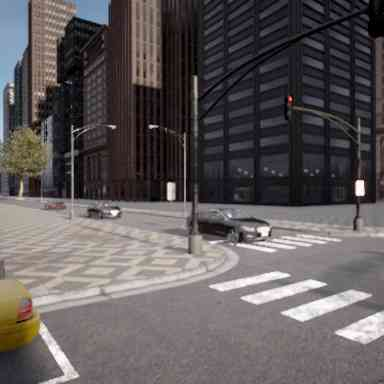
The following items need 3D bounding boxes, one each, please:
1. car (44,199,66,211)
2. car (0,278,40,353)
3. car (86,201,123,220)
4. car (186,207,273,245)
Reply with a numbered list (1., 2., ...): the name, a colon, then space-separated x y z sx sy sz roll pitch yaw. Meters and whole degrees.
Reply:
1. car: -17.649 1.659 42.802 1.994 1.385 4.181 0 0 -35
2. car: -4.321 1.528 3.568 4.829 1.417 1.752 0 0 -35
3. car: -7.682 1.543 28.887 2.128 1.511 4.902 0 0 -36
4. car: 1.625 1.505 15.950 2.128 1.511 4.902 0 0 -36
